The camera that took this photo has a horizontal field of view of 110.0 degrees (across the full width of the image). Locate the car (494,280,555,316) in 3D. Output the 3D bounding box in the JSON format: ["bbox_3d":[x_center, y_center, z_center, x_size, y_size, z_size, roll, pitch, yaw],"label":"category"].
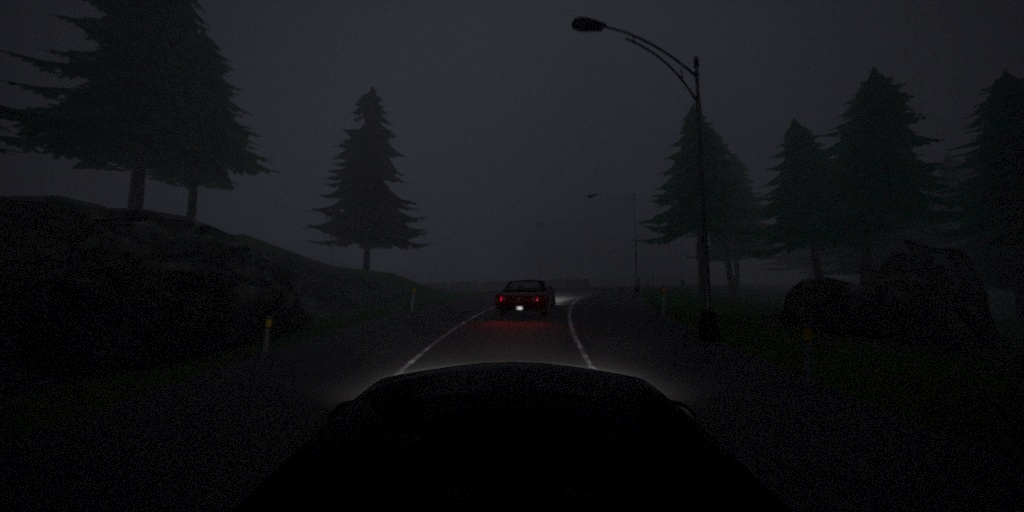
[{"bbox_3d":[0.726,1.642,15.012,1.895,1.301,4.718,-1,-2,12],"label":"car"}]
